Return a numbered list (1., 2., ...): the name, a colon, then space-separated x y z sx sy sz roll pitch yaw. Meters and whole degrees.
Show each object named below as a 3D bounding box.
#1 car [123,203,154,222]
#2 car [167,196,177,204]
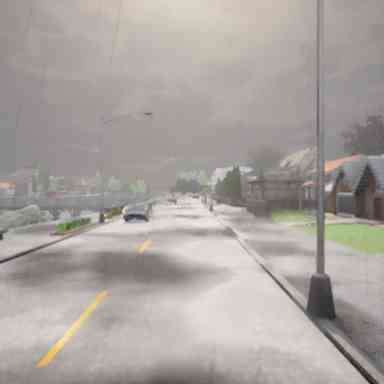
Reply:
1. car: -4.105 1.559 26.497 2.033 1.411 5.357 0 0 0
2. car: -4.018 1.497 67.284 1.882 1.535 5.008 0 0 0
